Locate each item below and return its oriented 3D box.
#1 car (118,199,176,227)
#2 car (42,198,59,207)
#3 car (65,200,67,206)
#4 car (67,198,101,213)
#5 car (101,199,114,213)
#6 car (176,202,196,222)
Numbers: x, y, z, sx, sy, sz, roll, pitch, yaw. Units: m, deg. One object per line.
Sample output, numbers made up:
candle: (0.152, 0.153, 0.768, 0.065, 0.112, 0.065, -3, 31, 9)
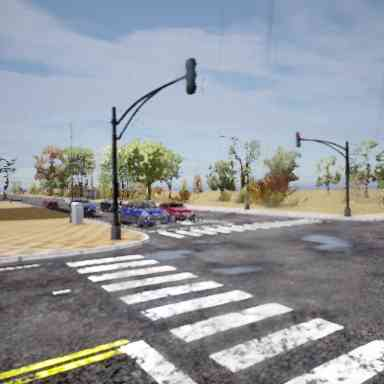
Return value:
car: (-3.366, 1.422, 23.559, 2.097, 1.767, 4.553, -1, 0, -32)
car: (-23.016, 1.706, 54.100, 1.895, 1.301, 4.718, -1, 1, -33)
car: (-19.279, 1.636, 54.280, 1.895, 1.301, 4.718, -1, 1, -33)
car: (-12.201, 1.558, 37.250, 1.882, 1.535, 5.008, -1, 1, -33)
car: (-9.118, 1.514, 38.466, 2.128, 1.511, 4.902, -1, 1, -33)
car: (-1.510, 1.537, 26.740, 1.812, 1.442, 4.674, -1, 1, -33)
